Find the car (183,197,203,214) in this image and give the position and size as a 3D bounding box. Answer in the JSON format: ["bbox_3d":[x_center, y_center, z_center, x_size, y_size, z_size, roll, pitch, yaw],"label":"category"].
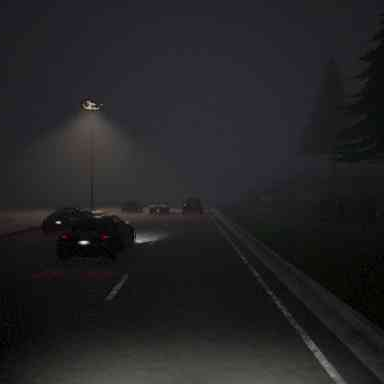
[{"bbox_3d":[0.101,1.352,35.367,2.097,1.767,4.553,0,0,0],"label":"car"}]

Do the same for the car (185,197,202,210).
[{"bbox_3d":[0.271,1.491,44.579,2.128,1.511,4.902,0,0,2],"label":"car"}]

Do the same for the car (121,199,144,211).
[{"bbox_3d":[-6.874,1.526,38.400,1.812,1.442,4.674,0,0,0],"label":"car"}]

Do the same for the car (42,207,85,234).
[{"bbox_3d":[-6.898,1.564,19.204,1.994,1.385,4.181,0,0,0],"label":"car"}]

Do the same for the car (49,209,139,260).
[{"bbox_3d":[-3.399,1.564,12.464,1.994,1.385,4.181,0,0,0],"label":"car"}]

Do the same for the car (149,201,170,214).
[{"bbox_3d":[-3.394,1.600,35.735,1.895,1.301,4.718,0,0,0],"label":"car"}]
